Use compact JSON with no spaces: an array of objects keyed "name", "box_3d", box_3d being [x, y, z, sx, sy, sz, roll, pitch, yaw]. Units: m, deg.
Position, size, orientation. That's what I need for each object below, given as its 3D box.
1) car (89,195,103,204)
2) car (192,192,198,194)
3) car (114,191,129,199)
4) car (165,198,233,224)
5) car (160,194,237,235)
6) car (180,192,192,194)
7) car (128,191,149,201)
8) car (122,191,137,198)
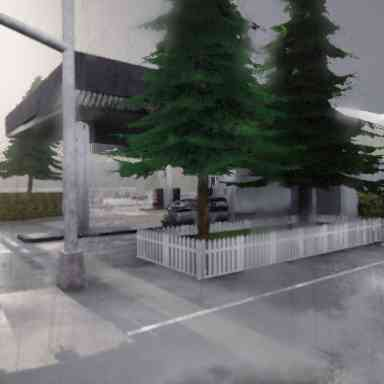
[{"name":"car","box_3d":[-15.983,1.182,54.076,1.970,1.475,3.806,-1,1,-36]},{"name":"car","box_3d":[0.802,0.759,89.461,1.970,1.475,3.806,-1,1,-36]},{"name":"car","box_3d":[-18.368,0.704,84.337,1.905,1.878,3.866,-1,1,-36]},{"name":"car","box_3d":[0.549,1.328,24.810,4.611,1.667,2.242,-1,1,-36]},{"name":"car","box_3d":[0.375,1.215,17.678,3.866,1.878,1.905,-1,1,-36]},{"name":"car","box_3d":[-2.420,0.846,73.515,1.845,1.501,3.633,-1,1,-36]},{"name":"car","box_3d":[-10.521,0.959,67.666,2.007,1.523,4.514,-1,1,-36]},{"name":"car","box_3d":[-16.262,0.686,86.381,1.932,1.855,4.605,-1,1,-36]}]
